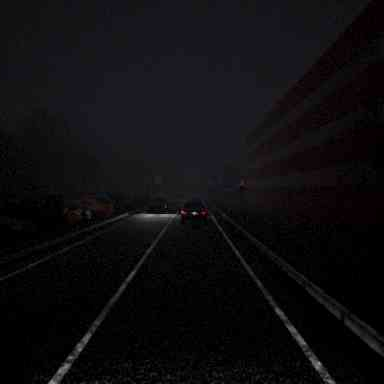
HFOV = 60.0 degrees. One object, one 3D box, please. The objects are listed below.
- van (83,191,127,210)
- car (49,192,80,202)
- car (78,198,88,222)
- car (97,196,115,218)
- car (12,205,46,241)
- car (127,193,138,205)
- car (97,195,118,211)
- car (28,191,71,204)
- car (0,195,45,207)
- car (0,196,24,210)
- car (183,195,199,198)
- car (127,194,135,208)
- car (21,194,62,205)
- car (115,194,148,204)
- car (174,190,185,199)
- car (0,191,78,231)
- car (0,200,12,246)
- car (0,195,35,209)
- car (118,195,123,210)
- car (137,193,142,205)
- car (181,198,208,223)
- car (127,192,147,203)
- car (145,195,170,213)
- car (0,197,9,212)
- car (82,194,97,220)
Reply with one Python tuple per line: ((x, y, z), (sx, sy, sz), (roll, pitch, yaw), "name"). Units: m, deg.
((-9.412, 1.007, 34.380), (4.442, 1.987, 1.878), (0, 1, 0), "van")
((-21.790, 0.876, 56.912), (4.553, 1.767, 2.185), (0, 0, 0), "car")
((-9.490, 1.360, 20.255), (5.366, 1.575, 1.946), (0, 1, 0), "car")
((-9.115, 1.308, 25.906), (5.366, 1.575, 1.946), (0, 1, 0), "car")
((-9.311, 1.455, 14.604), (4.674, 1.452, 2.002), (0, 1, 0), "car")
((-9.294, 1.221, 40.034), (4.674, 1.452, 2.002), (0, 1, 0), "car")
((-9.485, 1.282, 28.732), (5.366, 1.575, 1.946), (0, 1, 0), "car")
((-21.829, 0.820, 51.131), (5.566, 2.045, 2.435), (0, 1, 0), "car")
((-21.854, 1.155, 42.787), (4.892, 1.521, 2.231), (0, 1, 0), "car")
((-21.857, 1.206, 37.140), (5.008, 1.535, 2.097), (0, 1, 0), "car")
((0.295, 1.296, 42.750), (2.033, 1.411, 5.357), (0, 1, 0), "car")
((-9.264, 1.236, 37.208), (4.792, 1.488, 2.163), (0, 1, 0), "car")
((-21.865, 1.100, 48.434), (4.892, 1.521, 2.231), (0, 1, 0), "car")
((-9.281, 1.110, 51.338), (4.674, 1.452, 2.002), (0, 1, 0), "car")
((-2.681, 0.582, 74.332), (2.150, 2.045, 5.566), (0, 1, 1), "car")
((-9.335, 1.138, 17.426), (5.566, 2.045, 2.435), (0, 1, 0), "car")
((-9.342, 1.316, 11.777), (4.553, 1.767, 2.185), (0, 1, 0), "car")
((-21.855, 1.180, 39.964), (5.008, 1.535, 2.097), (0, 1, 0), "car")
((-9.295, 1.299, 31.557), (4.674, 1.452, 2.002), (0, 1, 0), "car")
((-9.287, 1.194, 42.860), (4.674, 1.452, 2.002), (0, 1, 0), "car")
((0.163, 1.420, 24.236), (2.033, 1.411, 5.357), (0, 0, 0), "car")
((-9.280, 1.099, 48.510), (5.008, 1.535, 2.097), (0, 1, 0), "car")
((-3.228, 1.282, 33.281), (1.837, 1.490, 4.892), (0, 2, 0), "car")
((-21.893, 1.262, 34.316), (4.792, 1.488, 2.163), (0, 1, 0), "car")
((-9.334, 1.211, 23.079), (4.553, 1.767, 2.185), (0, 1, 0), "car")
